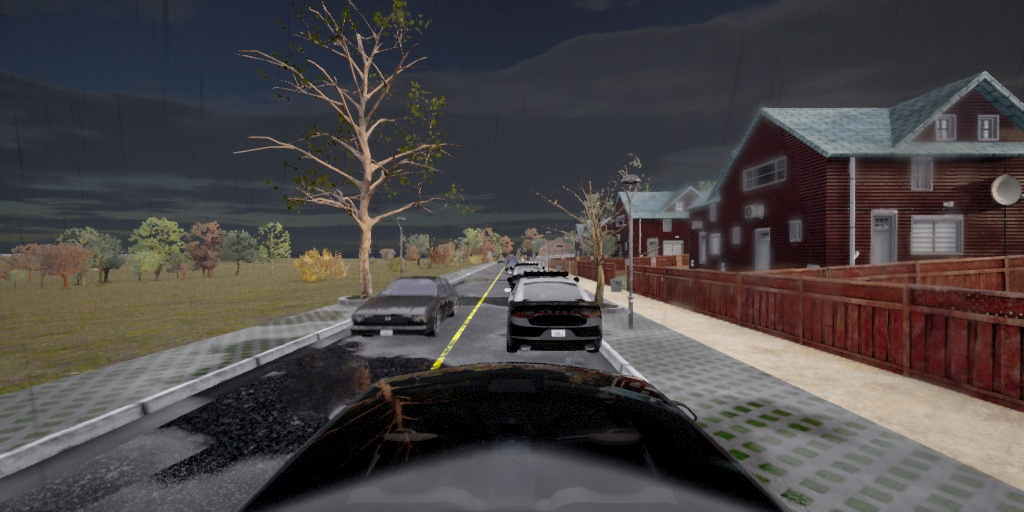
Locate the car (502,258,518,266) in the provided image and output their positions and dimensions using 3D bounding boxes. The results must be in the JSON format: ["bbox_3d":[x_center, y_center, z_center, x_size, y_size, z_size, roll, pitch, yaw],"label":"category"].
[{"bbox_3d":[0.080,1.332,47.263,1.994,1.385,4.181,0,0,0],"label":"car"}]

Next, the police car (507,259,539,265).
[{"bbox_3d":[0.840,1.178,18.990,1.930,1.638,5.238,0,0,0],"label":"police car"}]

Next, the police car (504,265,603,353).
[{"bbox_3d":[0.831,1.176,8.989,1.930,1.638,5.238,0,0,0],"label":"police car"}]

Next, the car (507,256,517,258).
[{"bbox_3d":[0.055,1.005,62.027,2.150,2.045,5.566,0,0,0],"label":"car"}]

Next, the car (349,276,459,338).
[{"bbox_3d":[-2.743,1.298,10.509,2.033,1.411,5.357,0,0,0],"label":"car"}]
